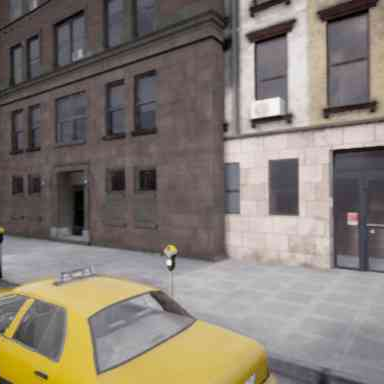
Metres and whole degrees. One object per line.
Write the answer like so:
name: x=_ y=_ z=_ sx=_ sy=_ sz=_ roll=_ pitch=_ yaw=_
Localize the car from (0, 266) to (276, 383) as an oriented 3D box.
car: x=-1.517 y=1.558 z=3.884 sx=4.829 sy=1.417 sz=1.752 roll=-1 pitch=0 yaw=35
